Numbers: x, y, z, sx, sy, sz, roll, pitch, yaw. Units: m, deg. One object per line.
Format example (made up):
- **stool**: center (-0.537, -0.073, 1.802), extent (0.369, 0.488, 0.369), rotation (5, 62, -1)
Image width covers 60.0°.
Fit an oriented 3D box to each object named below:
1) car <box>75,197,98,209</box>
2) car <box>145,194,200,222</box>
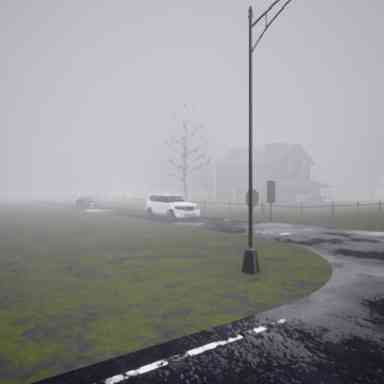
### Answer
- **car**: center (-13.768, 1.368, 43.319), extent (2.128, 1.511, 4.902), rotation (0, 0, -35)
- **car**: center (-1.678, 1.151, 26.155), extent (2.150, 2.045, 5.566), rotation (0, 0, -35)
